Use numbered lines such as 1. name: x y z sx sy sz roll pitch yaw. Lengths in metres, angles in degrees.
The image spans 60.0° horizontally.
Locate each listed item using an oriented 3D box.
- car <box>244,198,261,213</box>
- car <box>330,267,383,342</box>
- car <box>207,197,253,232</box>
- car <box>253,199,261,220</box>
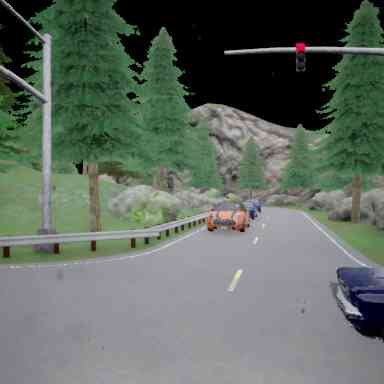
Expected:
1. car: 7.061 1.536 39.035 1.882 1.535 5.008 0 0 9
2. car: 4.600 1.603 4.850 4.718 1.301 1.895 0 0 15
3. car: 2.326 1.383 20.314 2.097 1.767 4.553 0 0 15
4. car: 4.675 1.522 29.143 1.882 1.535 5.008 0 0 15
